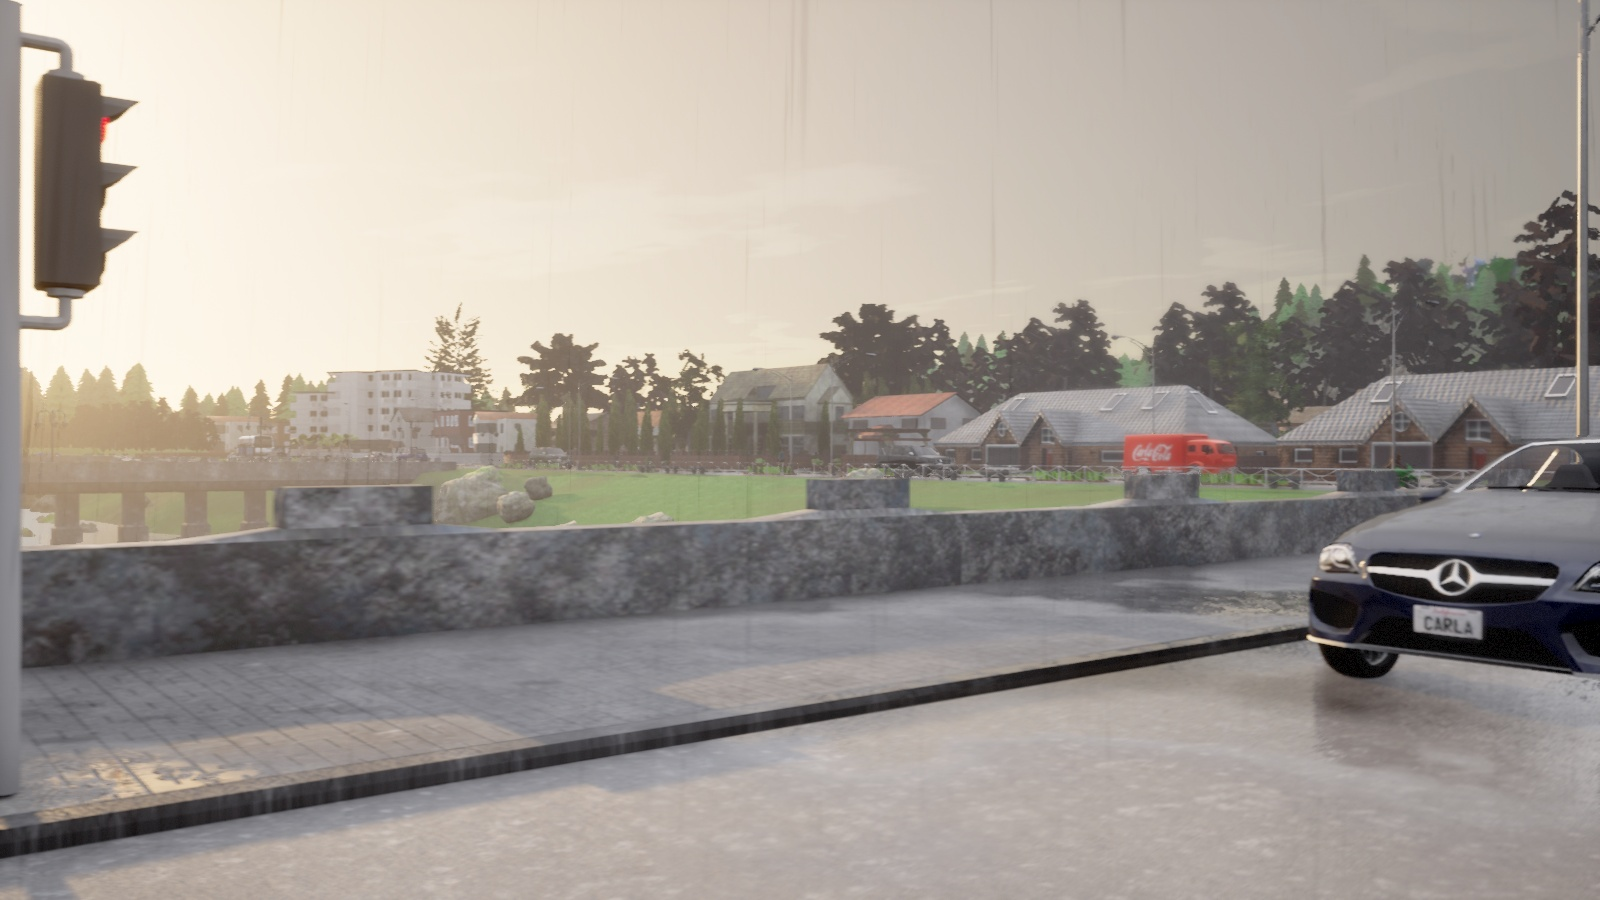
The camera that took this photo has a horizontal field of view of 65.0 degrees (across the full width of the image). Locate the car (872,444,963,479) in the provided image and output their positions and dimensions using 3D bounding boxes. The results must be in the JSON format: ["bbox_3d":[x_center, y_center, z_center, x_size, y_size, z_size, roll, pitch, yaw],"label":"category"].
[{"bbox_3d":[6.952,0.666,74.760,2.150,2.045,5.566,0,0,-38],"label":"car"}]

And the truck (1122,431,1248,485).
[{"bbox_3d":[18.382,0.390,60.116,2.627,2.467,5.204,0,0,-38],"label":"truck"}]

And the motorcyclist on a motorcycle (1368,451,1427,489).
[{"bbox_3d":[24.720,0.819,51.996,0.797,1.523,2.044,0,0,-38],"label":"motorcyclist on a motorcycle"}]

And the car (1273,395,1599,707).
[{"bbox_3d":[5.705,0.536,8.817,5.027,1.651,2.152,0,0,-38],"label":"car"}]
